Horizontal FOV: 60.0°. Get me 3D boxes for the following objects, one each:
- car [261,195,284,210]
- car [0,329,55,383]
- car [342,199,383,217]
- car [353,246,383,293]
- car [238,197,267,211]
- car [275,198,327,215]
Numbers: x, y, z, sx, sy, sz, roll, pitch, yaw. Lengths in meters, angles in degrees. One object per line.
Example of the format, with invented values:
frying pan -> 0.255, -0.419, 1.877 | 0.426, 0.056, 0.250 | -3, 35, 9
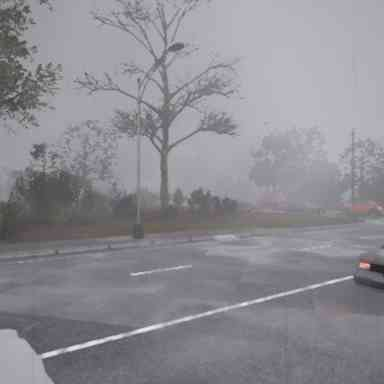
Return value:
car -> 11.357, 1.463, 45.177 | 2.150, 2.045, 5.566 | 0, -1, -27
car -> -3.084, 1.590, 1.509 | 4.718, 1.301, 1.895 | 0, 0, -36
car -> 17.707, 1.557, 33.753 | 2.097, 1.767, 4.553 | 0, 0, -30
car -> 6.001, 1.604, 7.874 | 5.357, 1.411, 2.033 | 0, 0, -34
car -> 7.470, 1.734, 45.128 | 1.837, 1.490, 4.892 | 0, -1, -27
car -> 12.027, 1.739, 36.566 | 2.033, 1.411, 5.357 | 0, 0, -29
